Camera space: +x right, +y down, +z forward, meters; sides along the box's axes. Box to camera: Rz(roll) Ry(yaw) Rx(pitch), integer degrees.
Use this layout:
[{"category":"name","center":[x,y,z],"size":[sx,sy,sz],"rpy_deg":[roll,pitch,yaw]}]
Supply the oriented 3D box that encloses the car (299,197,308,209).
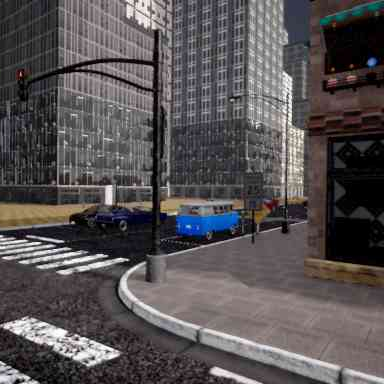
[{"category":"car","center":[15.642,1.423,42.197],"size":[1.882,1.535,5.008],"rpy_deg":[1,1,36]}]

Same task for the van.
[{"category":"van","center":[0.915,1.375,16.972],"size":[1.690,1.788,3.998],"rpy_deg":[1,1,35]}]

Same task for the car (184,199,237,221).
[{"category":"car","center":[1.686,1.424,28.033],"size":[2.128,1.511,4.902],"rpy_deg":[1,1,35]}]

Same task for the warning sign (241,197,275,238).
[{"category":"warning sign","center":[3.195,1.182,16.075],"size":[1.300,1.860,1.060],"rpy_deg":[1,1,35]}]

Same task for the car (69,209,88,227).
[{"category":"car","center":[-5.911,1.480,21.839],"size":[1.947,1.339,4.313],"rpy_deg":[1,1,35]}]

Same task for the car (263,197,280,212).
[{"category":"car","center":[7.543,1.516,36.238],"size":[1.895,1.301,4.718],"rpy_deg":[1,1,36]}]

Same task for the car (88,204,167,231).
[{"category":"car","center":[-3.700,1.551,20.481],"size":[1.895,1.301,4.718],"rpy_deg":[1,1,35]}]

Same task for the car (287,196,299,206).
[{"category":"car","center":[16.471,1.376,53.236],"size":[1.752,1.417,4.829],"rpy_deg":[1,1,35]}]
